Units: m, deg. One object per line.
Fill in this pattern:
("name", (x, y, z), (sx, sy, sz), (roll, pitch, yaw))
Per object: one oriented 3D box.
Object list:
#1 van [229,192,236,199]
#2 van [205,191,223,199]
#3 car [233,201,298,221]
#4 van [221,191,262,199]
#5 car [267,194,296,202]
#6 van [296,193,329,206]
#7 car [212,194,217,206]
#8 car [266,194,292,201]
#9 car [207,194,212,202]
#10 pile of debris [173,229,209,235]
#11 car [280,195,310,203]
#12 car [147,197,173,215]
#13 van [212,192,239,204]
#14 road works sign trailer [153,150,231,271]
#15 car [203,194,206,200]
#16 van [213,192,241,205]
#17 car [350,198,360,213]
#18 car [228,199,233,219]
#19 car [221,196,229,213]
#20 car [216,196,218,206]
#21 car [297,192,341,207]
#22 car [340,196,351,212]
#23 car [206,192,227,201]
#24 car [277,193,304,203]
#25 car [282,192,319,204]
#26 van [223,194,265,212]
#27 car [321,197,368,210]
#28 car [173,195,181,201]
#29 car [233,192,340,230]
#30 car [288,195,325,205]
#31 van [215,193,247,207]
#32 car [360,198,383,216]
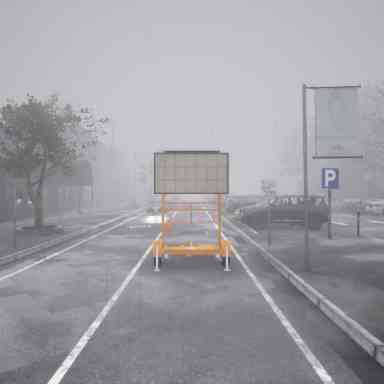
("van", (5.783, 1.219, 28.995), (4.442, 1.987, 1.878), (0, 0, 0))
("van", (5.370, 0.805, 82.263), (4.442, 1.987, 1.878), (0, 1, 0))
("car", (5.678, 1.490, 26.192), (4.674, 1.452, 2.002), (0, 0, 0))
("van", (5.531, 1.208, 34.605), (4.442, 1.987, 1.878), (0, 0, 0))
("car", (18.427, 1.160, 68.691), (5.366, 1.575, 1.946), (0, 1, 0))
("van", (18.785, 1.099, 52.037), (4.442, 1.987, 1.878), (0, 1, 0))
("car", (5.616, 1.378, 45.821), (4.892, 1.521, 2.231), (0, 0, 0))
("car", (18.608, 1.138, 71.468), (4.892, 1.521, 2.231), (0, 1, 0))
("car", (5.562, 1.078, 51.427), (5.566, 2.045, 2.435), (0, 1, 0))
("pile of debris", (-0.034, 2.146, 17.862), (1.860, 0.140, 1.500), (0, 0, 0))
("car", (18.611, 1.273, 60.365), (4.792, 1.488, 2.163), (0, 1, 0))
("car", (-3.417, 1.419, 33.757), (2.128, 1.511, 4.902), (0, 0, 0))
("van", (5.688, 1.049, 57.035), (4.442, 1.987, 1.878), (0, 1, 0))
("road works sign trailer", (-0.026, 0.458, 10.842), (2.380, 3.560, 2.880), (0, 0, -1))
("car", (5.505, 0.915, 68.247), (5.566, 2.045, 2.435), (0, 1, 0))
("van", (5.697, 1.076, 54.232), (4.442, 1.987, 1.878), (0, 1, 0))
("car", (18.728, 1.441, 32.601), (4.892, 1.521, 2.231), (0, 0, 0))
("car", (5.500, 1.452, 23.388), (5.366, 1.575, 1.946), (0, 0, 0))
("car", (5.651, 1.440, 31.798), (5.008, 1.535, 2.097), (0, 0, 0))
("car", (5.657, 1.443, 40.211), (4.792, 1.488, 2.163), (0, 0, 0))
("car", (18.706, 1.100, 49.261), (5.566, 2.045, 2.435), (0, 1, 0))
("car", (18.719, 1.432, 35.379), (5.008, 1.535, 2.097), (0, 0, 0))
("car", (5.483, 0.986, 73.854), (4.553, 1.767, 2.185), (0, 1, 0))
("car", (18.661, 1.091, 63.141), (4.553, 1.767, 2.185), (0, 1, 0))
("car", (18.678, 1.019, 57.587), (5.566, 2.045, 2.435), (0, 1, 0))
("van", (5.754, 1.198, 37.407), (4.442, 1.987, 1.878), (0, 0, 0))
("car", (18.676, 1.441, 40.928), (4.792, 1.488, 2.163), (0, 0, 0))
("car", (-3.395, 1.250, 72.383), (1.895, 1.301, 4.718), (0, 1, 0))
("car", (5.666, 1.209, 20.585), (5.566, 2.045, 2.435), (0, 0, 0))
("car", (18.845, 1.295, 54.814), (5.366, 1.575, 1.946), (0, 1, 0))
("van", (5.716, 1.130, 48.627), (4.442, 1.987, 1.878), (0, 0, 0))
("car", (18.714, 1.193, 29.826), (5.566, 2.045, 2.435), (0, 0, 0))
